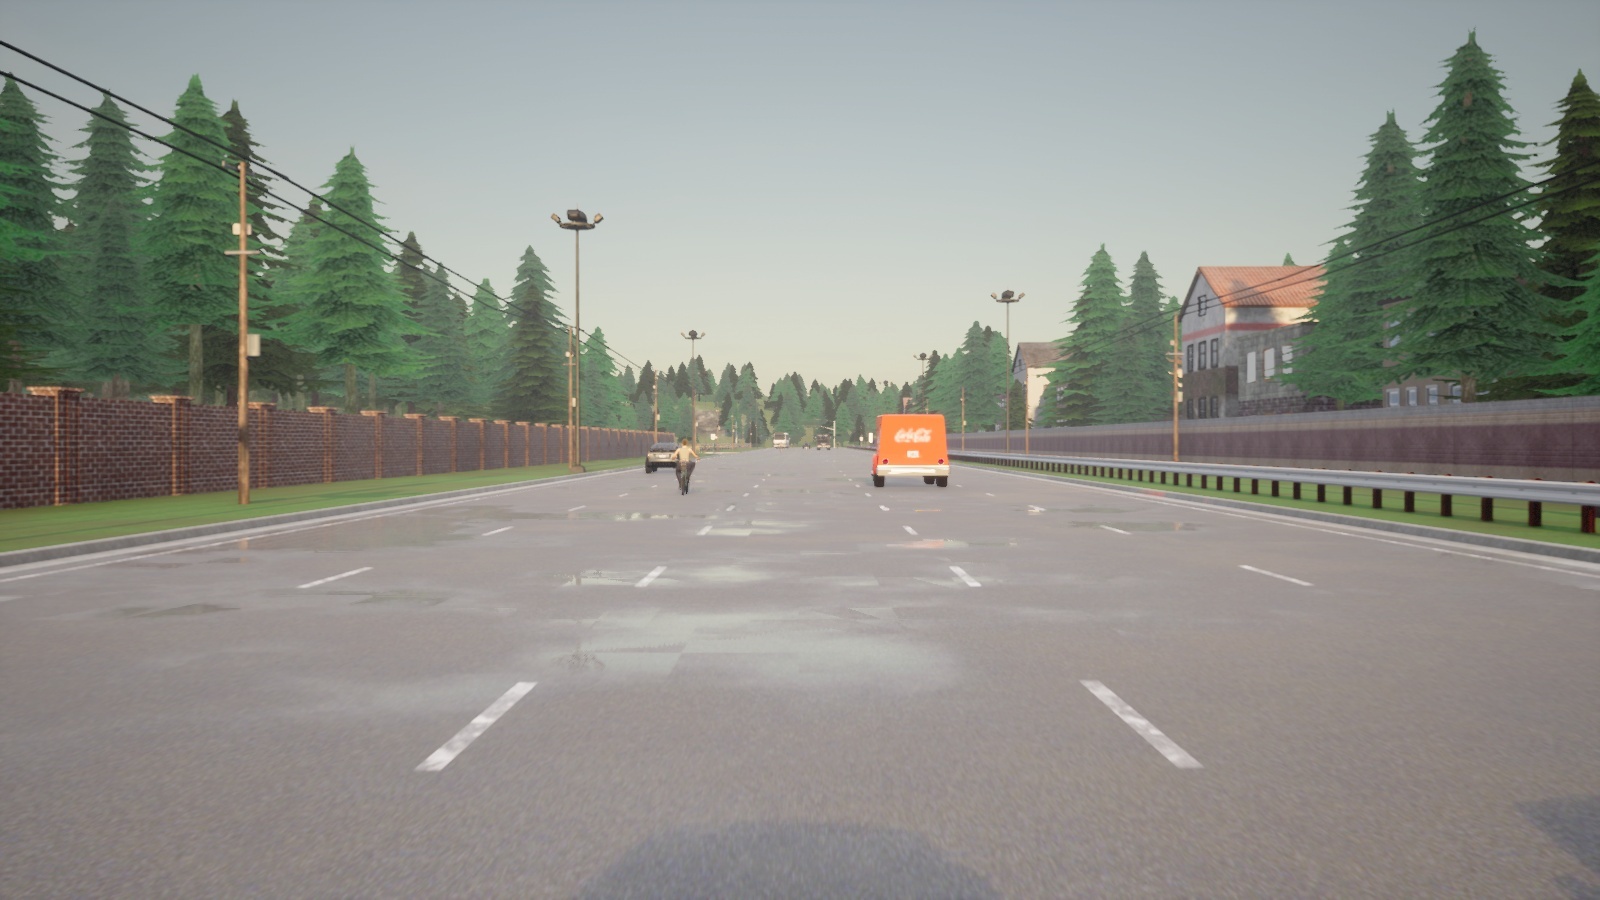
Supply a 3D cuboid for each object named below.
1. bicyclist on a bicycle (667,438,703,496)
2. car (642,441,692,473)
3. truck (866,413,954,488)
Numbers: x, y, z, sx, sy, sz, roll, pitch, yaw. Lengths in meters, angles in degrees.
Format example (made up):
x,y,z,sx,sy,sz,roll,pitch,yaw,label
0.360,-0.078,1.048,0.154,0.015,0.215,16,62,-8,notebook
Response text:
x,y,z,sx,sy,sz,roll,pitch,yaw,label
-3.300,0.476,36.189,0.866,1.612,1.509,0,0,1,bicyclist on a bicycle
-6.653,0.332,63.075,2.007,1.525,4.514,0,0,0,car
3.747,0.016,43.866,2.627,2.467,5.204,0,0,0,truck
